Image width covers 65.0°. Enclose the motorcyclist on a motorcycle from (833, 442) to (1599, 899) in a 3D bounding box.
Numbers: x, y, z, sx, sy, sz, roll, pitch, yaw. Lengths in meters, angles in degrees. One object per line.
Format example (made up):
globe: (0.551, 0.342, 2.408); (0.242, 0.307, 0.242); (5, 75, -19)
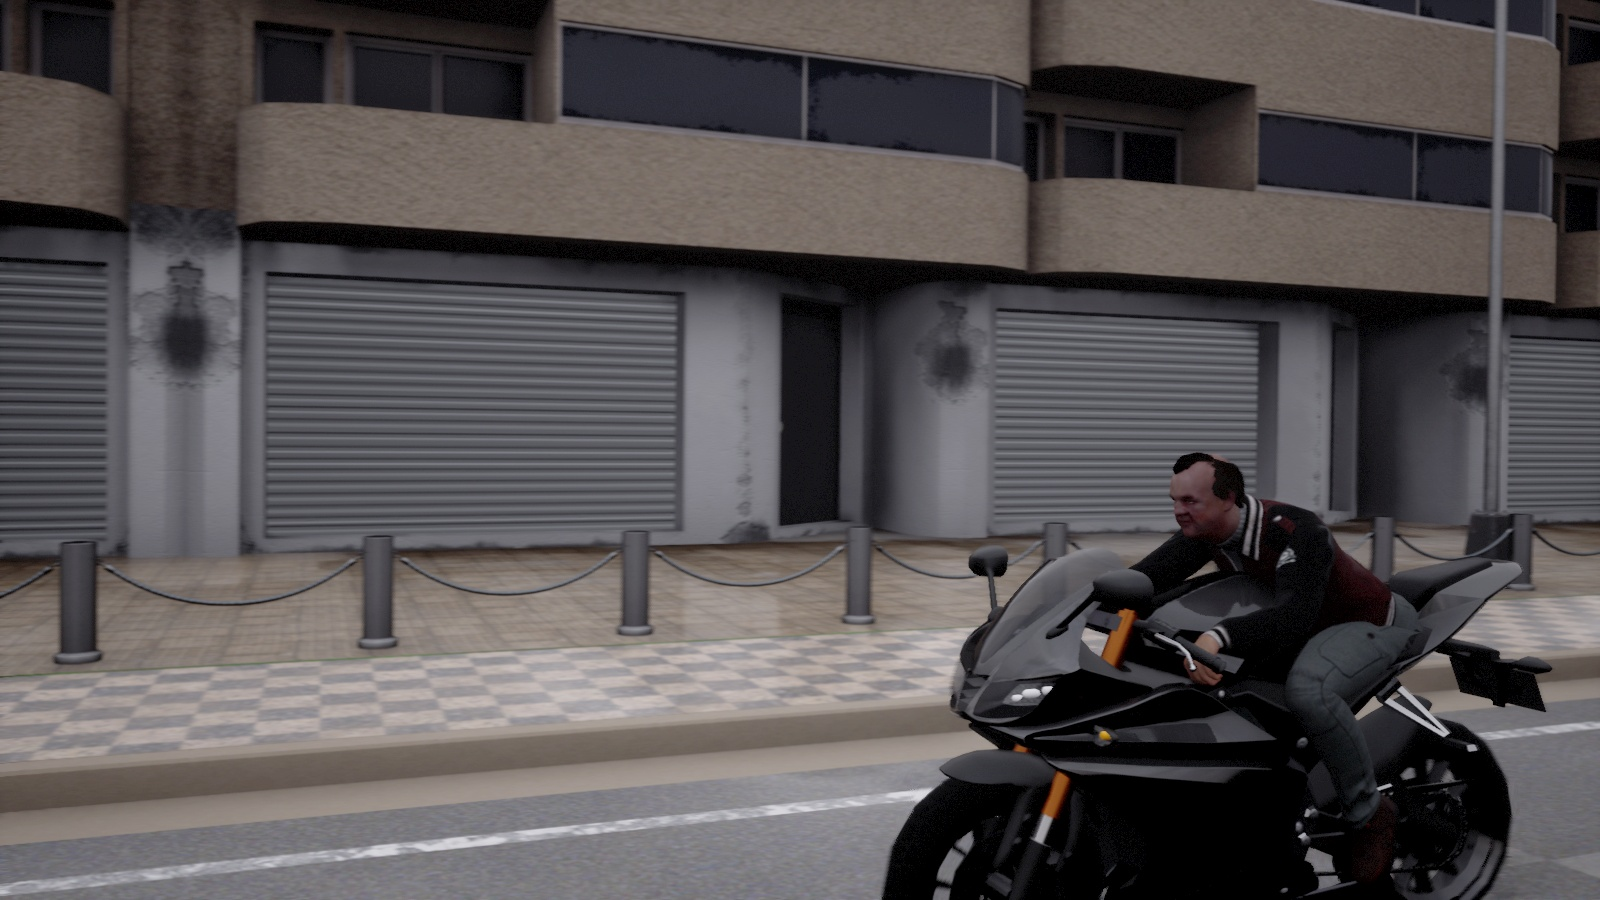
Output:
motorcyclist on a motorcycle: (1.285, 0.758, 3.728); (2.191, 1.530, 0.866); (-1, 1, -21)
